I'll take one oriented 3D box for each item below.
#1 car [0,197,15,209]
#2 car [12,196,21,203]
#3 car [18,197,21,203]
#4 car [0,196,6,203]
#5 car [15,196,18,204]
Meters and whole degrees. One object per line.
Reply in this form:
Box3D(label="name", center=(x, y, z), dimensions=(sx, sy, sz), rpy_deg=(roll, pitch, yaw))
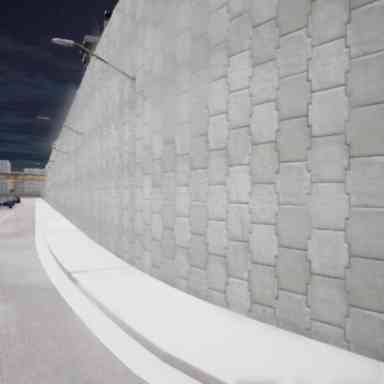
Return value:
Box3D(label="car", center=(-28.349, 1.568, 50.102), dimensions=(2.097, 1.767, 4.553), rpy_deg=(1, -1, -25))
Box3D(label="car", center=(-44.440, 1.882, 84.195), dimensions=(1.837, 1.490, 4.892), rpy_deg=(1, -1, -25))
Box3D(label="car", center=(-39.975, 1.862, 74.731), dimensions=(2.128, 1.511, 4.902), rpy_deg=(1, -1, -25))
Box3D(label="car", center=(-47.578, 1.873, 82.643), dimensions=(2.128, 1.511, 4.902), rpy_deg=(1, -1, -25))
Box3D(label="car", center=(-32.633, 1.794, 59.174), dimensions=(1.812, 1.442, 4.674), rpy_deg=(1, -1, -25))
